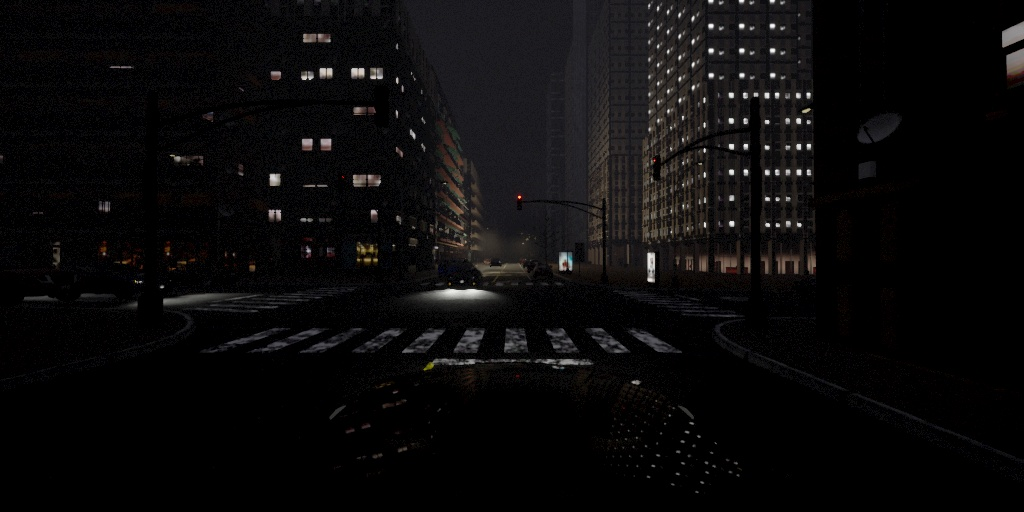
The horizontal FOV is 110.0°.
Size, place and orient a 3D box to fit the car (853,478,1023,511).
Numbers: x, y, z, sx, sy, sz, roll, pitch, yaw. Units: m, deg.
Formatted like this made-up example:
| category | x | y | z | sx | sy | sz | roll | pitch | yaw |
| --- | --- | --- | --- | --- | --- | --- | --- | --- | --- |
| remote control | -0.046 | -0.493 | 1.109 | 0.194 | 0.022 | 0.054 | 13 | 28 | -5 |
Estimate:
| category | x | y | z | sx | sy | sz | roll | pitch | yaw |
| --- | --- | --- | --- | --- | --- | --- | --- | --- | --- |
| car | 2.688 | 1.315 | 0.102 | 1.948 | 1.339 | 4.313 | 0 | 0 | 0 |

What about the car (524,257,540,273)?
| category | x | y | z | sx | sy | sz | roll | pitch | yaw |
| --- | --- | --- | --- | --- | --- | --- | --- | --- | --- |
| car | 2.792 | 1.208 | 43.563 | 1.967 | 1.591 | 4.097 | 0 | 0 | 0 |

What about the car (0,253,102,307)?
| category | x | y | z | sx | sy | sz | roll | pitch | yaw |
| --- | --- | --- | --- | --- | --- | --- | --- | --- | --- |
| car | -18.745 | 0.784 | 13.005 | 5.009 | 1.841 | 2.192 | 0 | 0 | 0 |

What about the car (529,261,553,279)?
| category | x | y | z | sx | sy | sz | roll | pitch | yaw |
| --- | --- | --- | --- | --- | --- | --- | --- | --- | --- |
| car | 2.766 | 1.344 | 32.507 | 1.802 | 1.307 | 4.207 | 0 | 0 | 0 |

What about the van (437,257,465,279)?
| category | x | y | z | sx | sy | sz | roll | pitch | yaw |
| --- | --- | --- | --- | --- | --- | --- | --- | --- | --- |
| van | -5.616 | 1.103 | 32.528 | 1.690 | 1.789 | 3.998 | 0 | 0 | 0 |

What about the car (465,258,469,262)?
| category | x | y | z | sx | sy | sz | roll | pitch | yaw |
| --- | --- | --- | --- | --- | --- | --- | --- | --- | --- |
| car | -5.602 | 1.080 | 38.056 | 2.192 | 1.841 | 5.009 | 0 | 0 | 0 |

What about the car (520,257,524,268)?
| category | x | y | z | sx | sy | sz | roll | pitch | yaw |
| --- | --- | --- | --- | --- | --- | --- | --- | --- | --- |
| car | 2.831 | 1.222 | 60.145 | 1.967 | 1.591 | 4.097 | 0 | 0 | 0 |

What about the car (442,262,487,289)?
| category | x | y | z | sx | sy | sz | roll | pitch | yaw |
| --- | --- | --- | --- | --- | --- | --- | --- | --- | --- |
| car | -2.949 | 1.323 | 23.100 | 1.994 | 1.385 | 4.181 | 0 | 0 | 0 |

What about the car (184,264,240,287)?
| category | x | y | z | sx | sy | sz | roll | pitch | yaw |
| --- | --- | --- | --- | --- | --- | --- | --- | --- | --- |
| car | -18.747 | 1.104 | 21.386 | 4.313 | 1.339 | 1.948 | 0 | 0 | 0 |

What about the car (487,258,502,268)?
| category | x | y | z | sx | sy | sz | roll | pitch | yaw |
| --- | --- | --- | --- | --- | --- | --- | --- | --- | --- |
| car | -2.852 | 1.072 | 63.634 | 2.097 | 1.767 | 4.553 | 0 | 0 | 0 |

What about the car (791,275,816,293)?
| category | x | y | z | sx | sy | sz | roll | pitch | yaw |
| --- | --- | --- | --- | --- | --- | --- | --- | --- | --- |
| car | 19.441 | 1.644 | 21.698 | 4.403 | 1.370 | 2.007 | 0 | 0 | 0 |

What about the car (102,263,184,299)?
| category | x | y | z | sx | sy | sz | roll | pitch | yaw |
| --- | --- | --- | --- | --- | --- | --- | --- | --- | --- |
| car | -17.583 | 1.033 | 15.626 | 4.674 | 1.442 | 1.812 | 1 | 0 | 0 |
